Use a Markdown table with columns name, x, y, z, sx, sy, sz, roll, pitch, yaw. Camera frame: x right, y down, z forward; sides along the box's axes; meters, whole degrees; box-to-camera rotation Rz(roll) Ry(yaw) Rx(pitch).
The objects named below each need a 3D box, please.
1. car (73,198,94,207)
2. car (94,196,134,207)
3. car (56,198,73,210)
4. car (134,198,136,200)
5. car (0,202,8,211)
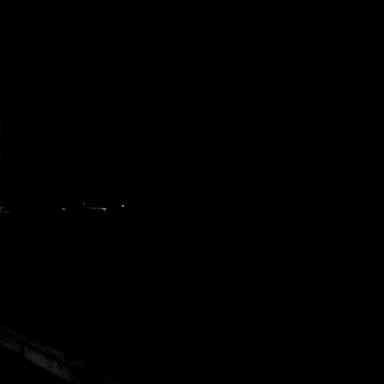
| name | x | y | z | sx | sy | sz | roll | pitch | yaw |
| --- | --- | --- | --- | --- | --- | --- | --- | --- | --- |
| car | -16.404 | 1.509 | 47.878 | 2.033 | 1.411 | 5.357 | 0 | 0 | 39 |
| car | -11.300 | 1.436 | 48.632 | 1.837 | 1.490 | 4.892 | 0 | 1 | 39 |
| car | -17.838 | 1.540 | 40.508 | 2.033 | 1.411 | 5.357 | 0 | 0 | 39 |
| car | -10.145 | 1.423 | 55.654 | 1.994 | 1.385 | 4.181 | 0 | 1 | 38 |
| car | -22.204 | 1.561 | 40.674 | 1.994 | 1.385 | 4.181 | 0 | 0 | 38 |
